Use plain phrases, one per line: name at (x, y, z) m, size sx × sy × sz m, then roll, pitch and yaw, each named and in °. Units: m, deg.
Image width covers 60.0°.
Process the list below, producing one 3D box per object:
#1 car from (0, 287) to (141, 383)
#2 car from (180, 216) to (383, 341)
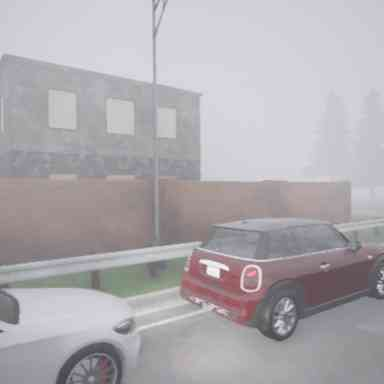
car at (-2.778, 1.536, 3.172) m, size 4.674 × 1.442 × 1.812 m, roll -1°, pitch 0°, yaw -36°
car at (2.073, 1.288, 6.647) m, size 4.553 × 1.767 × 2.097 m, roll -1°, pitch 0°, yaw -36°
